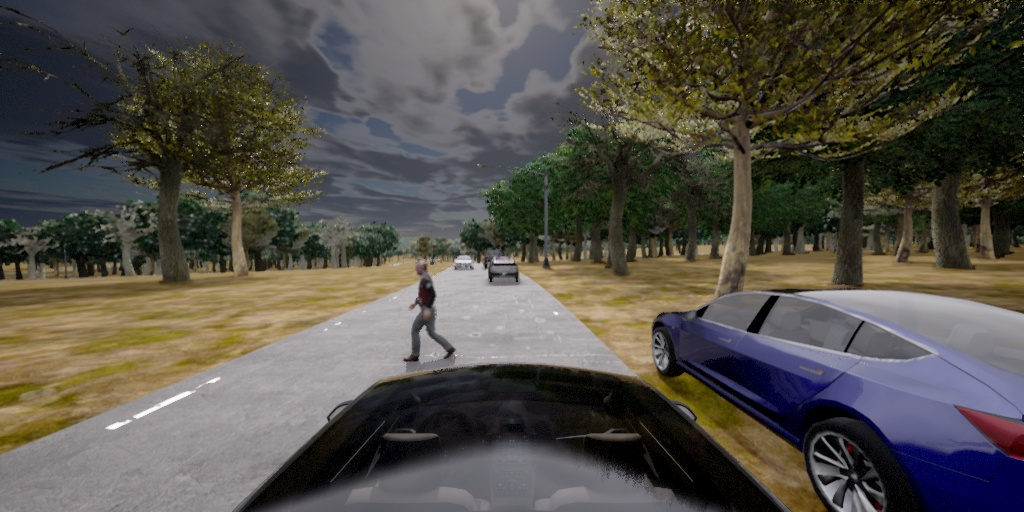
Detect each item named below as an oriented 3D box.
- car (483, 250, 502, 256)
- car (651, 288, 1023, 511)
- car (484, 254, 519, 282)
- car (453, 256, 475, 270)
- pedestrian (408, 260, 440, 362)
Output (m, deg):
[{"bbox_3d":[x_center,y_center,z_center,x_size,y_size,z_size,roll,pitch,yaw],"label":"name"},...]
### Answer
[{"bbox_3d":[-2.130,0.315,41.091,2.150,2.045,5.566,0,0,-6],"label":"car"},{"bbox_3d":[3.242,1.049,3.903,2.163,1.488,4.792,0,1,-1],"label":"car"},{"bbox_3d":[-0.610,0.800,23.331,2.128,1.511,4.902,0,1,-4],"label":"car"},{"bbox_3d":[-4.904,0.675,36.883,1.812,1.442,4.674,0,1,-5],"label":"car"},{"bbox_3d":[-1.541,0.926,6.318,0.375,1.860,0.375,-1,2,-6],"label":"pedestrian"}]
